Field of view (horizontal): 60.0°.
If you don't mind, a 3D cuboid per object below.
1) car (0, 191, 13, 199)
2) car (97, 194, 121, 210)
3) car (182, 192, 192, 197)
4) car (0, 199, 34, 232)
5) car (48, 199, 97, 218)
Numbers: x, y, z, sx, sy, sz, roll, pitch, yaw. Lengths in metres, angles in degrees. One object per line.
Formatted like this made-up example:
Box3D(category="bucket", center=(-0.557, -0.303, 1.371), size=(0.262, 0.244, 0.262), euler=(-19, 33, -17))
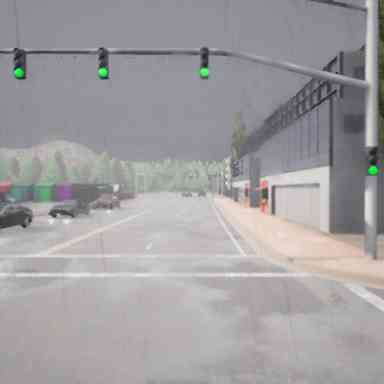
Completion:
Box3D(category="car", center=(-24.412, 0.846, 40.214), size=(3.866, 1.878, 1.905), euler=(0, 0, 1))
Box3D(category="car", center=(-9.729, 1.057, 38.273), size=(2.097, 1.767, 4.553), euler=(0, 0, 2))
Box3D(category="car", center=(-1.469, 0.773, 95.564), size=(1.812, 1.442, 4.674), euler=(0, 0, 23))
Box3D(category="car", center=(-10.415, 1.353, 17.888), size=(2.128, 1.511, 4.902), euler=(0, 0, 1))
Box3D(category="car", center=(-10.103, 1.331, 28.055), size=(2.033, 1.411, 5.357), euler=(0, 0, 2))
